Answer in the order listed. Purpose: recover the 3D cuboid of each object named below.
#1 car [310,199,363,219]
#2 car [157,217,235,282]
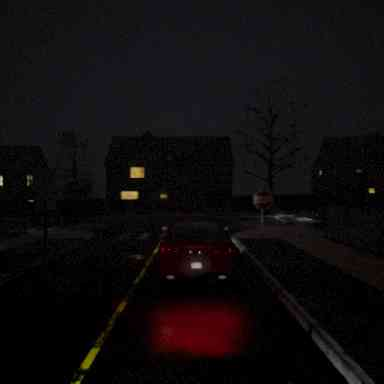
[{"bbox_3d":[10.864,1.234,24.383,4.181,1.385,1.994,-2,1,1],"label":"car"},{"bbox_3d":[0.099,1.474,9.813,1.882,1.535,5.008,0,0,0],"label":"car"}]
